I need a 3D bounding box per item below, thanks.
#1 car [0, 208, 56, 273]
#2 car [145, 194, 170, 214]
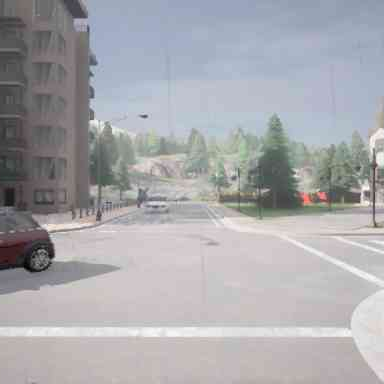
[{"bbox_3d":[-5.977,1.323,8.490,2.097,1.767,4.553,-1,-1,36],"label":"car"},{"bbox_3d":[-3.543,1.317,35.063,2.150,2.045,5.566,0,2,0],"label":"car"}]
